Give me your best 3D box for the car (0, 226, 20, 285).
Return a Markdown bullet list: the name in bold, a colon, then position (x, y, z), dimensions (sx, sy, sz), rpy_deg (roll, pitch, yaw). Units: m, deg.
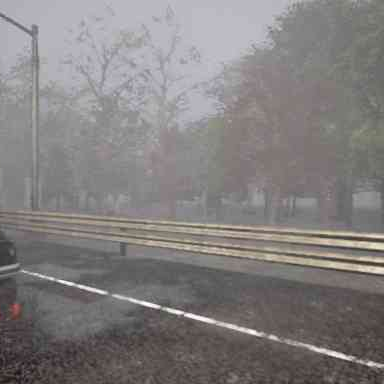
- **car**: position (-6.281, 1.444, 7.963), dimensions (4.856, 1.649, 2.033), rpy_deg (0, -2, 26)
